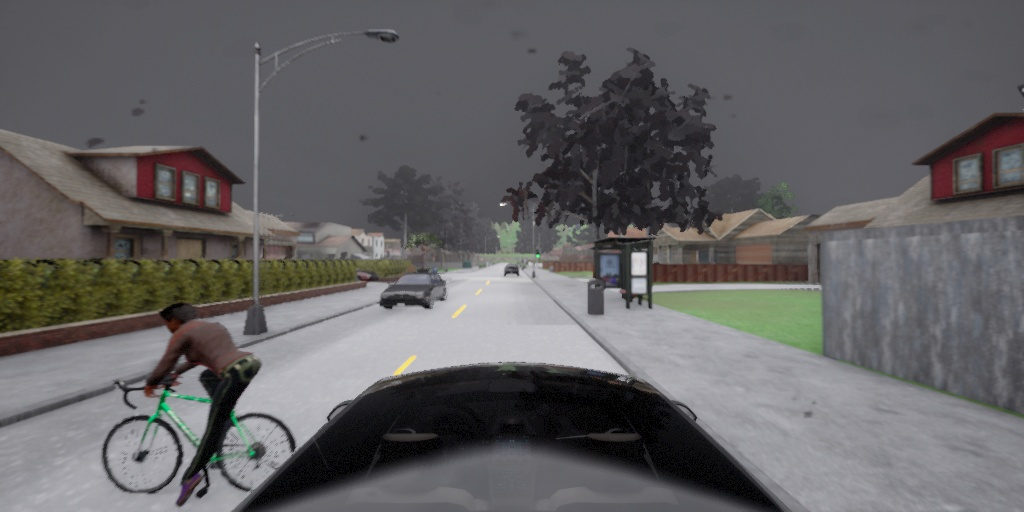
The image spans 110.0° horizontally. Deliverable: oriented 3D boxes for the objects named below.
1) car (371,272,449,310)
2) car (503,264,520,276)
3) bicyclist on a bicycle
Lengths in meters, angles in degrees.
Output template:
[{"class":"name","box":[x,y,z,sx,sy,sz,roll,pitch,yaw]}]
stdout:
[{"class":"car","box":[-4.086,1.448,15.898,2.033,1.411,5.357,0,-1,0]},{"class":"car","box":[-0.023,1.714,44.794,1.837,1.490,4.892,0,0,0]},{"class":"bicyclist on a bicycle","box":[-2.661,1.217,3.044,1.656,1.620,0.582,-1,-1,0]}]
